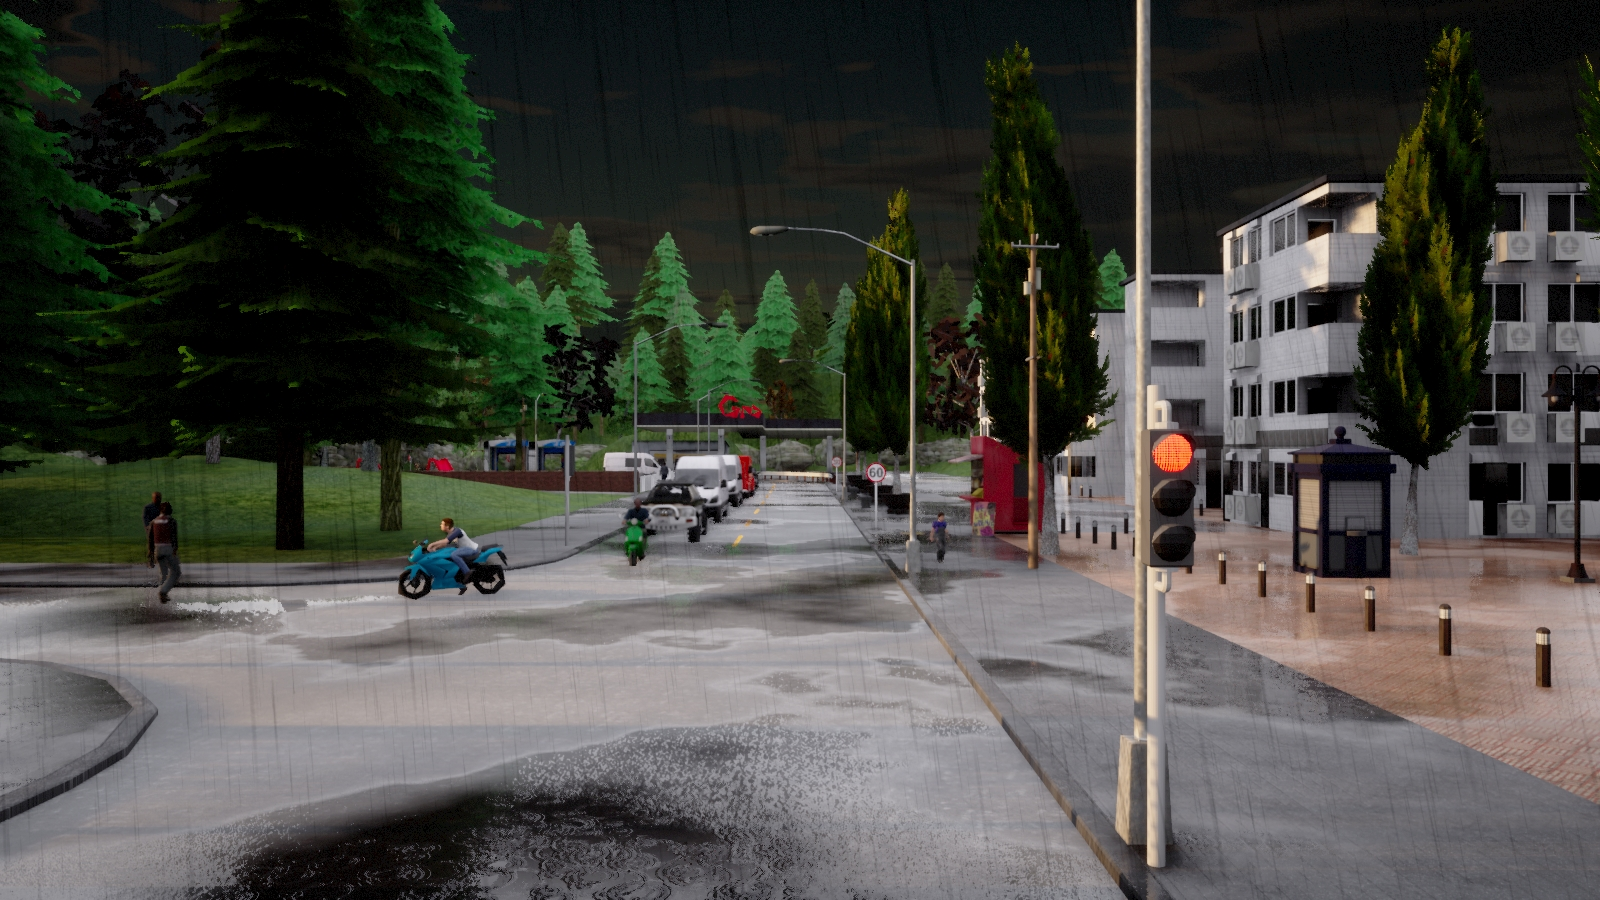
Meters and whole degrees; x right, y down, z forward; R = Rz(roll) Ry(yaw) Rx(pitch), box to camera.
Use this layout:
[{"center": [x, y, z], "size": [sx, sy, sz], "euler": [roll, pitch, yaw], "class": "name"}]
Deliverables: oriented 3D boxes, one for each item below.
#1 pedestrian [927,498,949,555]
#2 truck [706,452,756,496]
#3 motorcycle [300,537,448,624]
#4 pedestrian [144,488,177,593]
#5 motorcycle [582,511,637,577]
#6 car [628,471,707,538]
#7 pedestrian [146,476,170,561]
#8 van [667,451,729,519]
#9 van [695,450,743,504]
[{"center": [3.265, 1.800, 27.005], "size": [0.375, 1.300, 0.375], "euler": [0, 0, -24], "class": "pedestrian"}, {"center": [-3.991, 1.336, 66.942], "size": [2.627, 2.467, 5.204], "euler": [0, 0, 0], "class": "truck"}, {"center": [-6.593, 1.990, 17.707], "size": [2.033, 1.145, 0.803], "euler": [0, 0, -30], "class": "motorcycle"}, {"center": [-11.534, 1.625, 20.605], "size": [0.375, 1.860, 0.375], "euler": [0, 0, 1], "class": "pedestrian"}, {"center": [-3.993, 1.958, 24.059], "size": [0.856, 1.236, 1.805], "euler": [0, 0, 0], "class": "motorcycle"}, {"center": [-4.061, 1.637, 35.729], "size": [1.932, 1.855, 4.605], "euler": [0, 0, 0], "class": "car"}, {"center": [-14.352, 1.520, 25.540], "size": [0.375, 1.860, 0.375], "euler": [0, 0, 40], "class": "pedestrian"}, {"center": [-4.012, 1.307, 45.867], "size": [1.988, 2.561, 5.915], "euler": [0, 0, 0], "class": "van"}, {"center": [-4.000, 1.305, 57.421], "size": [1.988, 2.561, 5.915], "euler": [0, 0, 0], "class": "van"}]
